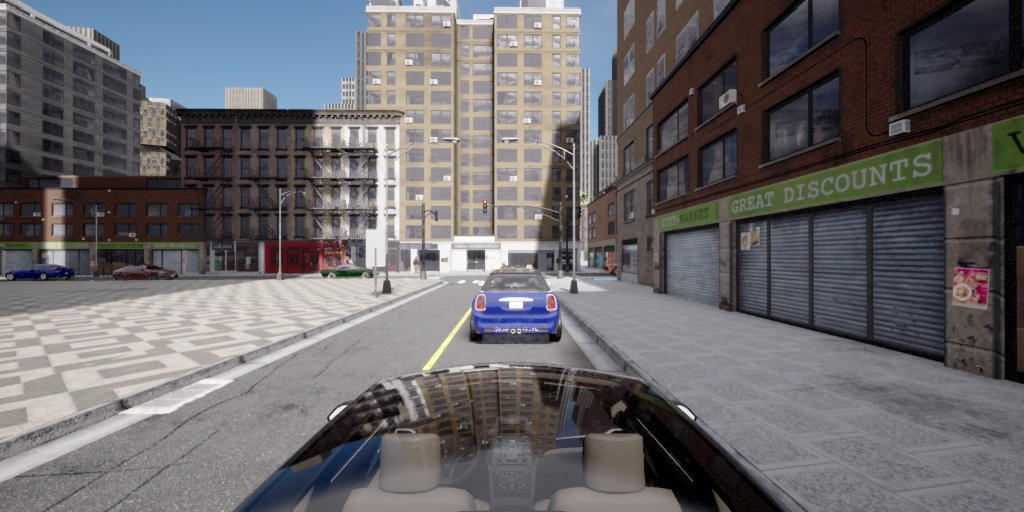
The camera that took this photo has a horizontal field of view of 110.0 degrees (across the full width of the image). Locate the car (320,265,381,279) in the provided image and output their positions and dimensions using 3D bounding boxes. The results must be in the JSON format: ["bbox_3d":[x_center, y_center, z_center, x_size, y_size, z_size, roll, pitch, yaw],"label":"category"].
[{"bbox_3d":[-14.282,1.441,31.980,4.718,1.301,1.895,0,0,-1],"label":"car"}]

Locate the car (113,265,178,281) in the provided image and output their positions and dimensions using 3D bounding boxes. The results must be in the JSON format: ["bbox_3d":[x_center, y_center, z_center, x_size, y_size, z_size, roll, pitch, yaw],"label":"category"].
[{"bbox_3d":[-32.404,1.491,31.717,4.674,1.442,1.812,0,0,-1],"label":"car"}]

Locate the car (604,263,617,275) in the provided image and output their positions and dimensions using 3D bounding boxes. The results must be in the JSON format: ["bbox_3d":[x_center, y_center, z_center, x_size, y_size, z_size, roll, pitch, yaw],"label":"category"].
[{"bbox_3d":[11.493,0.978,35.580,4.553,1.767,2.097,0,0,-1],"label":"car"}]

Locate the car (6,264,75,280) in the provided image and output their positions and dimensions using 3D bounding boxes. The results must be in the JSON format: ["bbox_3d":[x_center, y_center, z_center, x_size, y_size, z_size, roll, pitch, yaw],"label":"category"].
[{"bbox_3d":[-45.544,1.529,34.654,5.008,1.535,1.882,0,0,-1],"label":"car"}]

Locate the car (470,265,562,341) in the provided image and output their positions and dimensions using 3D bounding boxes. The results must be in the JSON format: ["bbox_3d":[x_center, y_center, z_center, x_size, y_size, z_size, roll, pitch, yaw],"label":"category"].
[{"bbox_3d":[0.082,1.100,10.017,2.097,1.767,4.553,0,0,0],"label":"car"}]

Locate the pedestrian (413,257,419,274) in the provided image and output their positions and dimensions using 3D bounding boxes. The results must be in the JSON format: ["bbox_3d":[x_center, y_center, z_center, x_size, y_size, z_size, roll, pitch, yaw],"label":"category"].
[{"bbox_3d":[-10.260,0.968,38.280,0.375,1.860,0.375,0,0,-1],"label":"pedestrian"}]
